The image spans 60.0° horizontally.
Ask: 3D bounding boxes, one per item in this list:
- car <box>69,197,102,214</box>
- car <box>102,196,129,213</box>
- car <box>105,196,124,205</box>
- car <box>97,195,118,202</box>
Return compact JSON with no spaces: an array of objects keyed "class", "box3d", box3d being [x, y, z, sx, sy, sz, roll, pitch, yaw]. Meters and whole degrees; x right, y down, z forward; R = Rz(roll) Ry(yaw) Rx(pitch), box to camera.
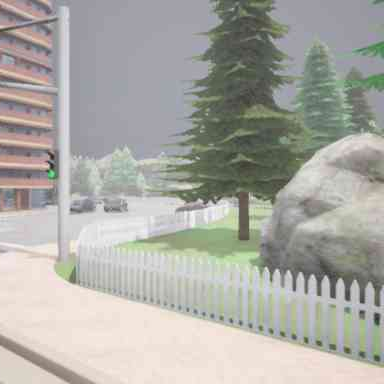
[{"class":"car","box3d":[-11.843,1.528,35.230,2.033,1.411,5.357,0,0,6]},{"class":"car","box3d":[-8.340,1.483,36.865,1.837,1.490,4.892,0,0,2]},{"class":"car","box3d":[-13.851,1.525,59.238,1.812,1.442,4.674,0,0,-31]},{"class":"car","box3d":[-19.198,1.541,75.426,4.902,1.511,2.128,0,0,37]}]
